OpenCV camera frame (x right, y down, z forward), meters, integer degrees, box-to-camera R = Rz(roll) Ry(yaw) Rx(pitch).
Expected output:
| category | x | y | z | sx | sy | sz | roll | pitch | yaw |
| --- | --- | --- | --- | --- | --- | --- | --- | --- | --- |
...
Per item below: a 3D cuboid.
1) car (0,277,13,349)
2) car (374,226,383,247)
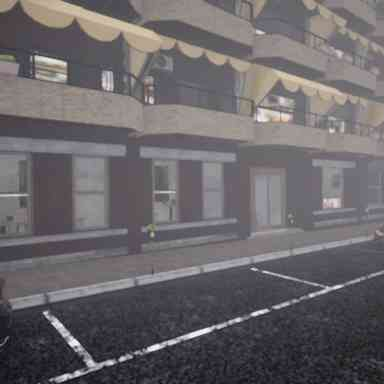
| category | x | y | z | sx | sy | sz | roll | pitch | yaw |
| --- | --- | --- | --- | --- | --- | --- | --- | --- | --- |
| car | -4.340 | 1.556 | 3.401 | 4.403 | 1.369 | 2.008 | 0 | -1 | -37 |
| car | 9.054 | 1.509 | 13.552 | 4.206 | 1.307 | 1.802 | 0 | -1 | -37 |
